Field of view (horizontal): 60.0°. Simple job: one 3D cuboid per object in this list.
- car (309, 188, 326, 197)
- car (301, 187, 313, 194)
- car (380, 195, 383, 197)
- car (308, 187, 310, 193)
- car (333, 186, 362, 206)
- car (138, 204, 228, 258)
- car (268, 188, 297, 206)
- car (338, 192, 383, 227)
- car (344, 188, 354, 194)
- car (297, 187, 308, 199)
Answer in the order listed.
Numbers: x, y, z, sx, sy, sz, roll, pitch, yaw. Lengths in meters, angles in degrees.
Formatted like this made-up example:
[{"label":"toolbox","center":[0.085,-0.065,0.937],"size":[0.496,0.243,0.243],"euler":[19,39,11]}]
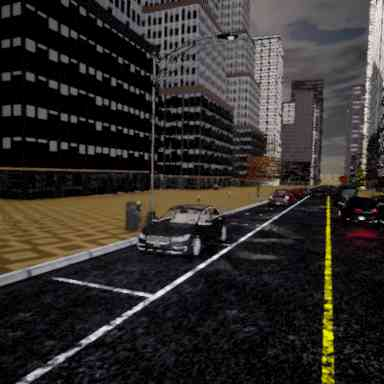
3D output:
[{"label":"car","center":[20.619,0.089,53.959],"size":[1.994,1.385,4.181],"euler":[3,2,22]},{"label":"car","center":[23.461,-0.374,67.958],"size":[2.008,1.369,4.403],"euler":[2,2,22]},{"label":"car","center":[16.222,0.945,28.379],"size":[1.947,1.339,4.313],"euler":[1,2,22]},{"label":"car","center":[19.179,-0.078,57.558],"size":[1.802,1.307,4.206],"euler":[2,2,22]},{"label":"car","center":[15.708,0.367,33.974],"size":[2.150,2.045,5.566],"euler":[3,3,23]},{"label":"car","center":[-0.085,1.105,10.757],"size":[2.008,1.369,4.403],"euler":[2,2,22]},{"label":"car","center":[8.478,0.450,31.554],"size":[1.967,1.590,4.097],"euler":[2,2,22]},{"label":"car","center":[9.656,1.032,19.286],"size":[1.837,1.490,4.892],"euler":[3,3,23]},{"label":"car","center":[35.487,-0.236,75.180],"size":[1.802,1.307,4.206],"euler":[1,2,22]},{"label":"car","center":[14.899,0.151,47.157],"size":[1.887,1.381,4.507],"euler":[2,2,22]}]
